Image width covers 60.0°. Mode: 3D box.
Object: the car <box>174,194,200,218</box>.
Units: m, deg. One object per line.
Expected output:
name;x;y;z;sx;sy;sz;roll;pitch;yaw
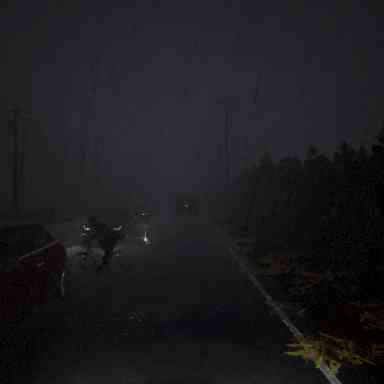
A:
car;-0.479;1.223;30.302;2.150;2.045;5.566;0;0;0

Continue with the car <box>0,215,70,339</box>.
car;-3.690;1.352;5.395;2.097;1.767;4.553;0;0;-1

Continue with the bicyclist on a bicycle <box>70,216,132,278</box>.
bicyclist on a bicycle;-2.422;1.455;8.776;1.656;1.620;0.582;-2;0;-1

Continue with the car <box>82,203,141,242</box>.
car;-3.930;1.504;16.446;1.837;1.490;4.892;0;0;-1

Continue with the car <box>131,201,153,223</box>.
car;-4.059;1.505;25.743;1.837;1.490;4.892;0;0;-1
